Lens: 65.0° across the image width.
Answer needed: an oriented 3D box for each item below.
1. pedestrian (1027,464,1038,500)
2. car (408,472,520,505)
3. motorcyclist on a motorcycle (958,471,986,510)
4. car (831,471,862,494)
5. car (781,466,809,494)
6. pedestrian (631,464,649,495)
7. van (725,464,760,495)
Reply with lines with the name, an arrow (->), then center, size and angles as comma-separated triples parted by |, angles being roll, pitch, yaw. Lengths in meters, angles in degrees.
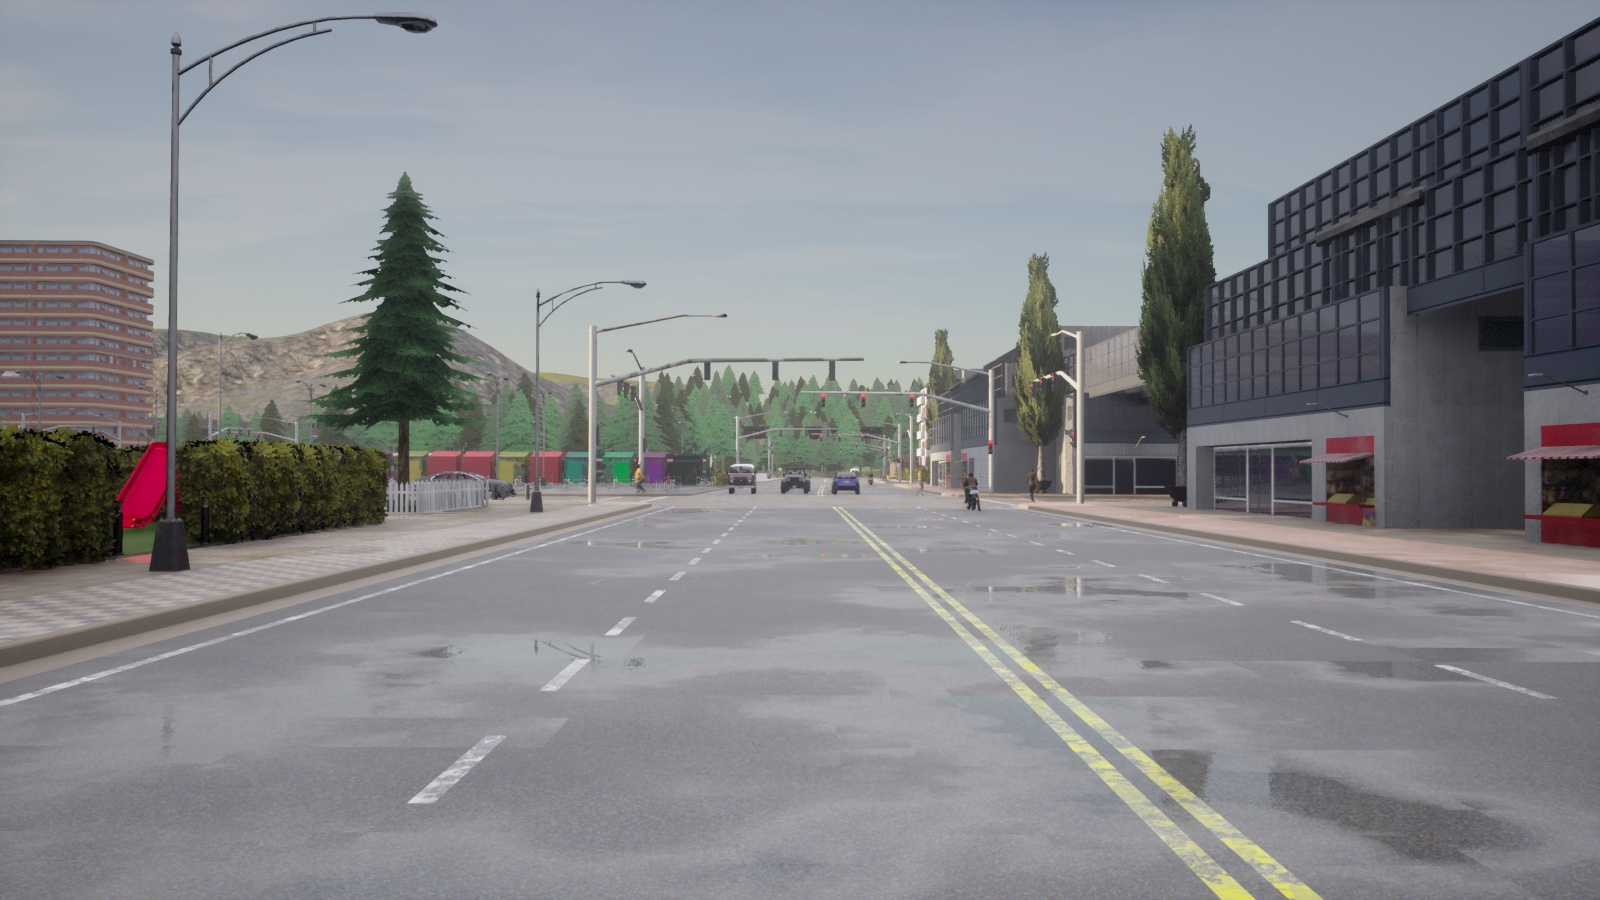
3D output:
pedestrian -> 11.801, 1.622, 63.737 | 0.328, 1.805, 0.869 | 0, -1, -2
car -> -16.275, 1.858, 61.007 | 4.902, 1.511, 2.128 | 0, -1, 0
motorcyclist on a motorcycle -> 6.870, 1.612, 50.285 | 0.797, 1.523, 2.044 | 0, -1, 0
car -> 3.142, 2.189, 85.970 | 2.007, 1.525, 4.514 | 0, -1, 1
car -> -0.334, 2.079, 87.593 | 1.905, 1.878, 3.866 | 0, -1, 1
pedestrian -> -9.710, 1.786, 76.030 | 0.900, 1.855, 0.874 | 0, -1, -22
van -> -3.870, 1.979, 85.083 | 2.069, 2.038, 4.480 | 0, -1, 1
